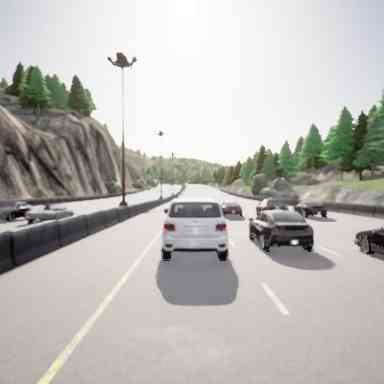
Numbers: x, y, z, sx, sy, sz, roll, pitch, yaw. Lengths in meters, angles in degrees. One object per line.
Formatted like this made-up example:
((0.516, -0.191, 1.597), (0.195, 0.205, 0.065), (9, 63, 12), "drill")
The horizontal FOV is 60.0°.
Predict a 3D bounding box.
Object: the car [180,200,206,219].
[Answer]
((0.082, 1.502, 29.996), (2.128, 1.511, 4.902), (0, 0, 0), "car")

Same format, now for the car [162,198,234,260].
((0.082, 1.226, 12.607), (2.150, 2.045, 5.566), (0, 0, 0), "car")

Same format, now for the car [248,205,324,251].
((3.591, 1.510, 14.067), (1.837, 1.490, 4.892), (0, 0, 0), "car")

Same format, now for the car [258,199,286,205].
((7.083, 1.363, 29.756), (2.097, 1.767, 4.553), (0, 0, 0), "car")

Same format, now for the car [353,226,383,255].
((7.094, 1.551, 10.278), (2.033, 1.411, 5.357), (0, 0, 0), "car")

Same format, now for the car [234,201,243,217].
((3.582, 1.537, 31.013), (1.812, 1.442, 4.674), (0, 0, 0), "car")

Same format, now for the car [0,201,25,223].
((-14.112, 1.500, 25.919), (2.128, 1.511, 4.902), (0, 0, 0), "car")

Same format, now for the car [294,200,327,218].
((10.582, 1.516, 30.090), (1.837, 1.490, 4.892), (0, 0, 0), "car")

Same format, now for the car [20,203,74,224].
((-10.614, 1.609, 25.047), (1.895, 1.301, 4.718), (0, 0, 0), "car")
